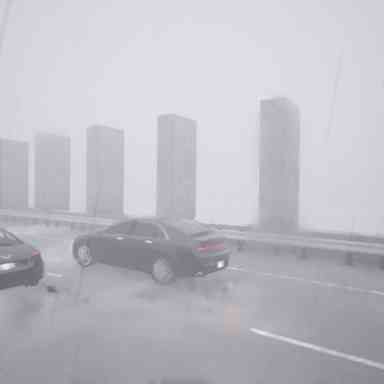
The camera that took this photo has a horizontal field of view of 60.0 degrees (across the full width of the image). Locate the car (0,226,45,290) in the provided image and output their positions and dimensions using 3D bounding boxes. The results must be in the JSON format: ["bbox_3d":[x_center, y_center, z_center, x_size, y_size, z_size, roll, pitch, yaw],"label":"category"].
[{"bbox_3d":[-5.331,1.426,7.776,4.181,1.385,1.994,1,1,35],"label":"car"}]

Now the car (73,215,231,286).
[{"bbox_3d":[-1.292,1.406,9.204,4.892,1.490,1.837,1,1,35],"label":"car"}]
